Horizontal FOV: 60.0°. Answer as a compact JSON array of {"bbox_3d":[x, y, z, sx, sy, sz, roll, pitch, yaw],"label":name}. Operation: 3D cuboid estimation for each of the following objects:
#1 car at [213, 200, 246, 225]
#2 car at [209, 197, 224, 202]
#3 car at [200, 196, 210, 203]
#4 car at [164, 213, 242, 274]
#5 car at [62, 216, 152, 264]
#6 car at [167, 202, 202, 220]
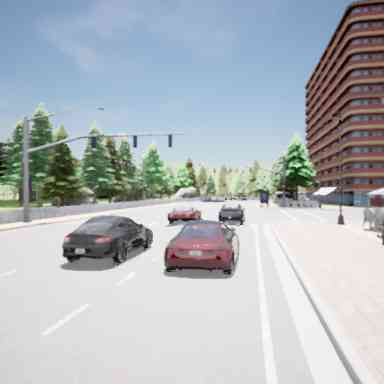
[{"bbox_3d":[3.099,1.618,25.592,2.128,1.511,4.902,0,0,11],"label":"car"},{"bbox_3d":[6.348,1.980,80.938,1.895,1.301,4.718,0,0,19],"label":"car"},{"bbox_3d":[3.501,1.753,83.341,2.097,1.767,4.553,0,0,19],"label":"car"},{"bbox_3d":[0.460,1.617,10.905,1.994,1.385,4.181,0,0,11],"label":"car"},{"bbox_3d":[-2.881,1.586,12.079,1.812,1.442,4.674,0,0,11],"label":"car"},{"bbox_3d":[-0.462,1.724,25.604,1.895,1.301,4.718,0,0,11],"label":"car"}]
